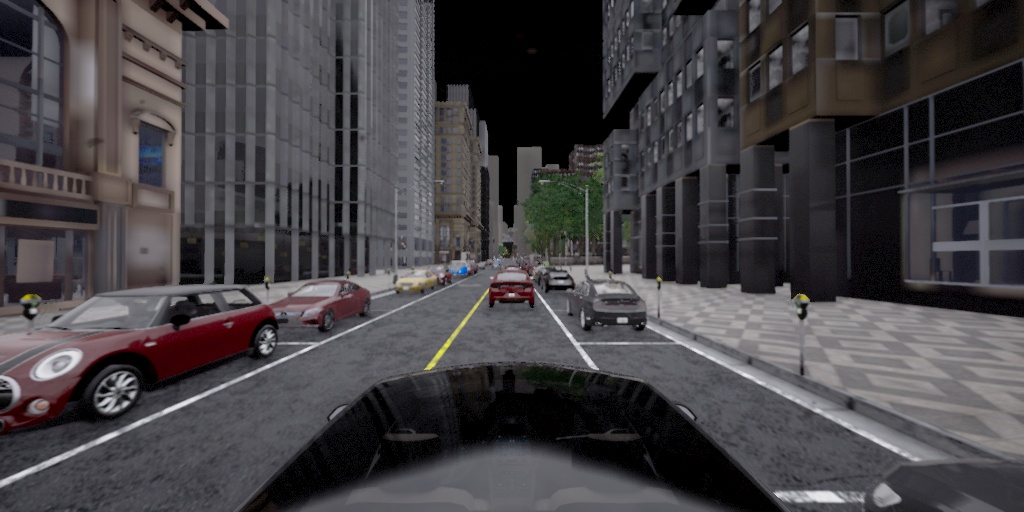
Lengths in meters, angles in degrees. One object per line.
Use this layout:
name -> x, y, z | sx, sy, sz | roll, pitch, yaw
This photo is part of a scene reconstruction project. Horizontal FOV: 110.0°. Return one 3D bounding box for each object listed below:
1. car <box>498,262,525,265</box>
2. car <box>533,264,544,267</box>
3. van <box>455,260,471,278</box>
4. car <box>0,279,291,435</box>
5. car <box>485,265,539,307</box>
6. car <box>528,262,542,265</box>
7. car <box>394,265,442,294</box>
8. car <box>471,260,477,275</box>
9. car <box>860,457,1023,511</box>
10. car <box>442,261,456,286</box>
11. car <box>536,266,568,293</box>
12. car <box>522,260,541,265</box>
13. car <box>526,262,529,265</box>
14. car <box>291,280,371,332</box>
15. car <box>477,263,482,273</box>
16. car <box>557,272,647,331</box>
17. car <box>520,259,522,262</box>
car -> -0.021, 1.536, 31.226 | 1.812, 1.442, 4.674 | 0, 0, 0
car -> 2.740, 1.545, 27.583 | 1.948, 1.339, 4.313 | 0, 0, 0
van -> -5.795, 1.415, 38.561 | 1.690, 1.789, 3.998 | 0, 0, 0
car -> -5.766, 1.226, 5.636 | 1.967, 1.591, 4.097 | 0, 0, 0
car -> -0.007, 1.359, 16.320 | 1.882, 1.535, 5.008 | 0, 0, 0
car -> 2.735, 1.552, 33.239 | 1.751, 1.417, 4.829 | 0, 0, 0
car -> -5.780, 1.457, 21.929 | 1.751, 1.417, 4.829 | 0, 0, 0
car -> -5.800, 1.562, 44.049 | 1.967, 1.591, 4.097 | 0, 0, 0
car -> 2.764, 1.286, 0.149 | 2.007, 1.370, 4.403 | 0, 0, 0
car -> -5.786, 1.419, 27.587 | 1.967, 1.591, 4.097 | 0, 0, 0
car -> 2.745, 1.497, 22.097 | 1.948, 1.339, 4.313 | 0, 0, 0
car -> 2.725, 1.437, 44.042 | 2.192, 1.841, 5.009 | 0, 0, 0
car -> 2.730, 1.656, 38.556 | 1.802, 1.307, 4.207 | 0, 0, 0
car -> -5.771, 1.417, 11.124 | 1.802, 1.307, 4.207 | 0, 0, 0
car -> -5.805, 1.485, 49.536 | 2.192, 1.841, 5.009 | 0, 0, 0
car -> 2.754, 1.386, 11.123 | 2.007, 1.370, 4.403 | 0, 0, 0
car -> 2.715, 1.532, 55.016 | 2.192, 1.841, 5.009 | 0, 0, 0
